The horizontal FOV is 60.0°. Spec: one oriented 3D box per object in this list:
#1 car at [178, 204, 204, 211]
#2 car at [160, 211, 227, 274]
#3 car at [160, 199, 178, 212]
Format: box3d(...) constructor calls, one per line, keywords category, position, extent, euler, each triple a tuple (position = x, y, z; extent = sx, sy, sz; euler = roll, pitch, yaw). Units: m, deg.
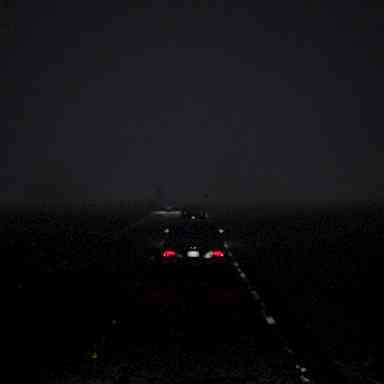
box3d(category="car", position=(0.109, 1.686, 27.988), extent=(1.895, 1.301, 4.718), euler=(0, 0, 1))
box3d(category="car", position=(0.059, 1.580, 10.682), extent=(2.033, 1.411, 5.357), euler=(0, 0, 1))
box3d(category="car", position=(-2.749, 1.655, 41.622), extent=(1.812, 1.442, 4.674), euler=(0, 0, 0))
